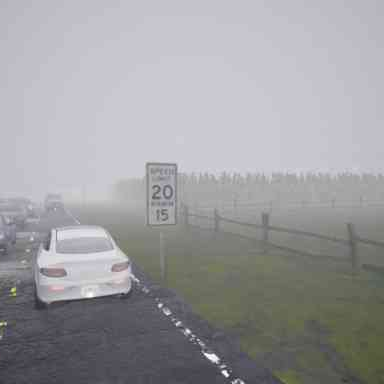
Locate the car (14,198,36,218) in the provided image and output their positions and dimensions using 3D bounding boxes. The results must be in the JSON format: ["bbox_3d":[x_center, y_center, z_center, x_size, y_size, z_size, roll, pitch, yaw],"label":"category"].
[{"bbox_3d":[-15.427,1.357,30.190,2.097,1.767,4.553,0,0,-23],"label":"car"}]

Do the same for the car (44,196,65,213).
[{"bbox_3d":[-14.990,1.510,36.425,1.837,1.490,4.892,0,0,-23],"label":"car"}]

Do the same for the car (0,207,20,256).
[{"bbox_3d":[-7.951,1.529,12.886,1.812,1.442,4.674,0,0,-24],"label":"car"}]

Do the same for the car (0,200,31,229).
[{"bbox_3d":[-11.534,1.509,21.156,1.837,1.490,4.892,0,0,-23],"label":"car"}]

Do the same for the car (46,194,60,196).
[{"bbox_3d":[-19.007,1.227,45.555,2.150,2.045,5.566,0,0,-23],"label":"car"}]

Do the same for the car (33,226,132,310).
[{"bbox_3d":[-2.683,1.528,7.890,1.812,1.442,4.674,0,0,-23],"label":"car"}]
